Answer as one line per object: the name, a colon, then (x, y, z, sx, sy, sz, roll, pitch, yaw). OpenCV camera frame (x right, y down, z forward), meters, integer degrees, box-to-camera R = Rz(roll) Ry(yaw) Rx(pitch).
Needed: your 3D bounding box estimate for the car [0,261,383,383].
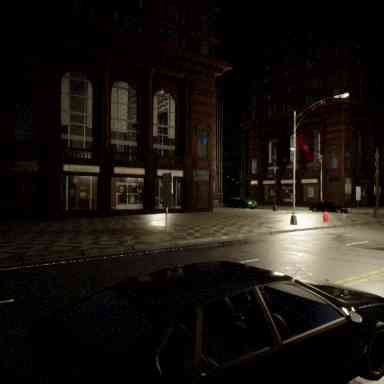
car: (0.380, 1.548, 3.712, 5.357, 1.411, 2.033, 0, 0, -36)

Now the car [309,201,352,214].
car: (15.161, 1.697, 36.627, 1.812, 1.442, 4.674, 1, -1, -35)

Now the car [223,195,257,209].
car: (6.929, 1.452, 48.248, 2.150, 2.045, 5.566, 1, 0, -35)
